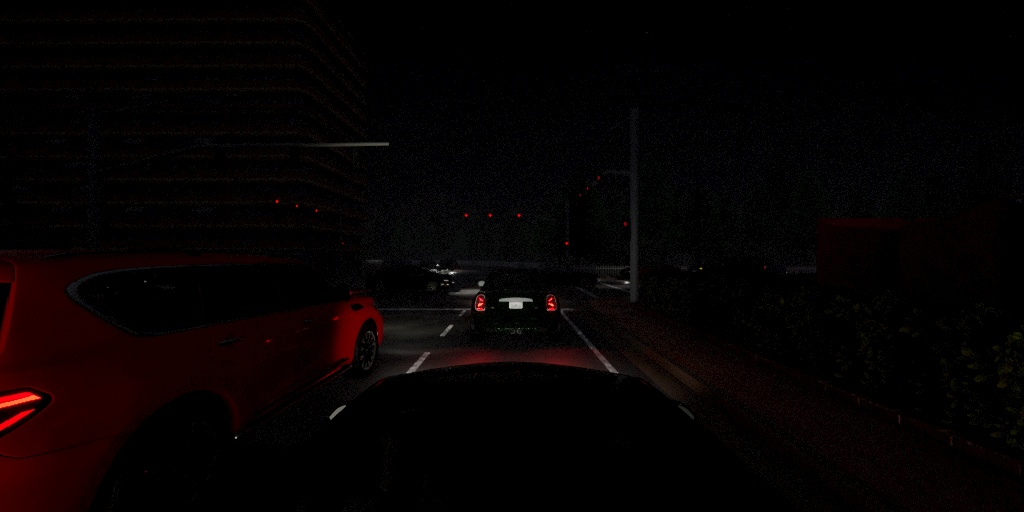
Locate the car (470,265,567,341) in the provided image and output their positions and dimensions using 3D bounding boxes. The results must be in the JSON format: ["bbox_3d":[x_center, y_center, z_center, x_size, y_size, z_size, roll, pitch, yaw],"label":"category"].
[{"bbox_3d":[0.096,1.102,9.993,2.097,1.767,4.553,0,0,0],"label":"car"}]

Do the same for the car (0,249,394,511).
[{"bbox_3d":[-3.434,0.971,4.156,2.150,2.045,5.566,0,0,1],"label":"car"}]

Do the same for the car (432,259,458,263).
[{"bbox_3d":[-8.954,1.297,47.603,2.033,1.411,5.357,0,0,-18],"label":"car"}]

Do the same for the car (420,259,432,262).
[{"bbox_3d":[-13.211,1.241,56.609,2.128,1.511,4.902,0,0,-33],"label":"car"}]

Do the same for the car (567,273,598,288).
[{"bbox_3d":[3.243,1.394,23.940,4.718,1.301,1.895,0,0,0],"label":"car"}]

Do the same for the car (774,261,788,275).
[{"bbox_3d":[20.982,1.157,30.988,4.553,1.767,2.097,0,0,0],"label":"car"}]

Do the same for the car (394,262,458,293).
[{"bbox_3d":[-5.805,1.302,20.518,4.892,1.490,1.837,-1,0,0],"label":"car"}]

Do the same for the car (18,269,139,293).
[{"bbox_3d":[-24.821,1.406,20.677,4.718,1.301,1.895,0,0,0],"label":"car"}]

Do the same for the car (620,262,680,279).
[{"bbox_3d":[11.964,1.283,31.066,5.008,1.535,1.882,0,0,0],"label":"car"}]

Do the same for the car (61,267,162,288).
[{"bbox_3d":[-26.922,1.406,24.195,4.718,1.301,1.895,0,0,0],"label":"car"}]

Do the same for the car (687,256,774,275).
[{"bbox_3d":[16.389,1.027,27.529,5.566,2.045,2.150,0,0,0],"label":"car"}]
